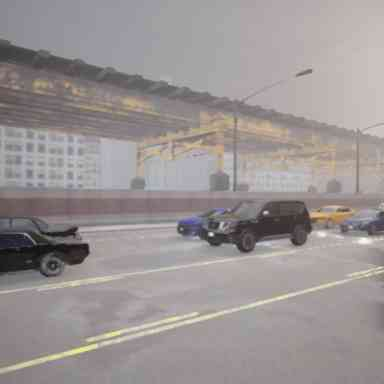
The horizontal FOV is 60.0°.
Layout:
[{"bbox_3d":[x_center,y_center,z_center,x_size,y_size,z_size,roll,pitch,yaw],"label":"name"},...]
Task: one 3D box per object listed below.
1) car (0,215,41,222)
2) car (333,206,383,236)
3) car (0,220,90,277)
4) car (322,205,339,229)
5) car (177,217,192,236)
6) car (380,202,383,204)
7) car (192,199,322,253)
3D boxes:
[{"bbox_3d":[-6.815,1.562,12.027,5.357,1.411,2.033,1,0,-35],"label":"car"},{"bbox_3d":[11.001,1.768,20.386,4.674,1.442,1.812,1,0,-35],"label":"car"},{"bbox_3d":[-5.311,1.608,8.824,4.718,1.301,1.895,1,0,-33],"label":"car"},{"bbox_3d":[10.074,1.735,24.003,5.008,1.535,1.882,1,0,-35],"label":"car"},{"bbox_3d":[1.528,1.612,17.968,5.008,1.535,1.882,1,0,-35],"label":"car"},{"bbox_3d":[33.262,2.184,61.051,4.974,1.542,2.038,1,0,-7],"label":"car"},{"bbox_3d":[3.011,1.348,14.729,5.566,2.045,2.150,1,0,-35],"label":"car"}]
